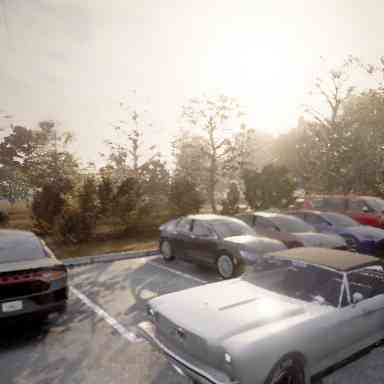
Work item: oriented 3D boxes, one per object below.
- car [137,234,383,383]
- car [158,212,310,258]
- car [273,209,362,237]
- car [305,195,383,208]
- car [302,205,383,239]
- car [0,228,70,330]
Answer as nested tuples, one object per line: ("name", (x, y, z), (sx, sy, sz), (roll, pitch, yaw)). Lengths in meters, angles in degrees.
("car", (1.656, 1.588, 4.860), (4.718, 1.301, 1.895), (0, 0, -35))
("car", (0.714, 1.460, 10.103), (2.231, 1.521, 4.892), (0, 0, -35))
("car", (2.935, 1.481, 11.637), (2.163, 1.488, 4.792), (0, 0, -35))
("car", (7.537, 1.183, 14.908), (2.435, 2.045, 5.566), (0, 0, -35))
("car", (5.237, 1.472, 13.272), (2.163, 1.488, 4.792), (0, 0, -35))
("car", (-3.985, 1.476, 6.751), (2.097, 1.535, 5.008), (0, 0, -35))
